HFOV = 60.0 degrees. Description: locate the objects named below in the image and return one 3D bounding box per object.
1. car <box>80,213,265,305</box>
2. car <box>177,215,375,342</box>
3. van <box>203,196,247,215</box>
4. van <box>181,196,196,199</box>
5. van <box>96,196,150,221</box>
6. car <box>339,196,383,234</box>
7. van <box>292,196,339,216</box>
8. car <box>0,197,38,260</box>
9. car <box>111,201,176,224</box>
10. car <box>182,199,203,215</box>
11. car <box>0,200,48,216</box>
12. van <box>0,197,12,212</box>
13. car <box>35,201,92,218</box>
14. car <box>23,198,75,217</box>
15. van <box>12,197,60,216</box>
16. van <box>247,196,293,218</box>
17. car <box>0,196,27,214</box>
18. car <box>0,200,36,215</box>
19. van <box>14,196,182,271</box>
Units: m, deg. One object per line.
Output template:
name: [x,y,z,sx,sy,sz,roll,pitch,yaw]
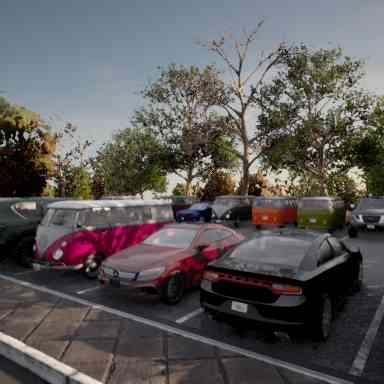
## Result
car: [-0.144,1.508,8.340,2.002,1.452,4.674,0,0,36]
car: [2.109,1.477,6.717,2.097,1.535,5.008,0,0,36]
van: [2.903,1.223,22.100,1.878,1.987,4.442,0,0,36]
van: [-1.481,1.276,25.239,1.878,1.987,4.442,-1,-1,36]
van: [-5.848,1.347,28.654,1.878,1.987,4.442,-1,-1,36]
car: [9.718,1.225,17.328,2.435,2.045,5.566,0,0,36]
van: [7.549,1.241,19.059,1.878,1.987,4.442,0,0,36]
car: [-4.642,1.199,11.593,2.435,2.045,5.566,0,0,36]
car: [-3.768,1.534,26.793,1.946,1.575,5.366,-1,-1,36]
car: [0.845,1.466,23.723,2.097,1.535,5.008,-1,-1,36]
car: [-19.431,1.786,38.229,2.231,1.521,4.892,-1,-1,36]
van: [-26.213,1.691,43.238,1.878,1.987,4.442,-1,-1,36]
car: [-12.775,1.680,33.464,2.097,1.535,5.008,-1,-1,36]
car: [-14.942,1.589,34.984,2.185,1.767,4.553,-1,-1,36]
van: [-17.109,1.524,36.717,1.878,1.987,4.442,-1,-1,36]
van: [5.399,1.232,20.599,1.878,1.987,4.442,0,0,36]
car: [-23.914,1.612,41.482,2.435,2.045,5.566,-1,-1,36]
car: [-21.784,1.819,39.695,1.946,1.575,5.366,-1,-1,36]
van: [-2.470,1.233,9.859,1.878,1.987,4.442,0,0,36]
